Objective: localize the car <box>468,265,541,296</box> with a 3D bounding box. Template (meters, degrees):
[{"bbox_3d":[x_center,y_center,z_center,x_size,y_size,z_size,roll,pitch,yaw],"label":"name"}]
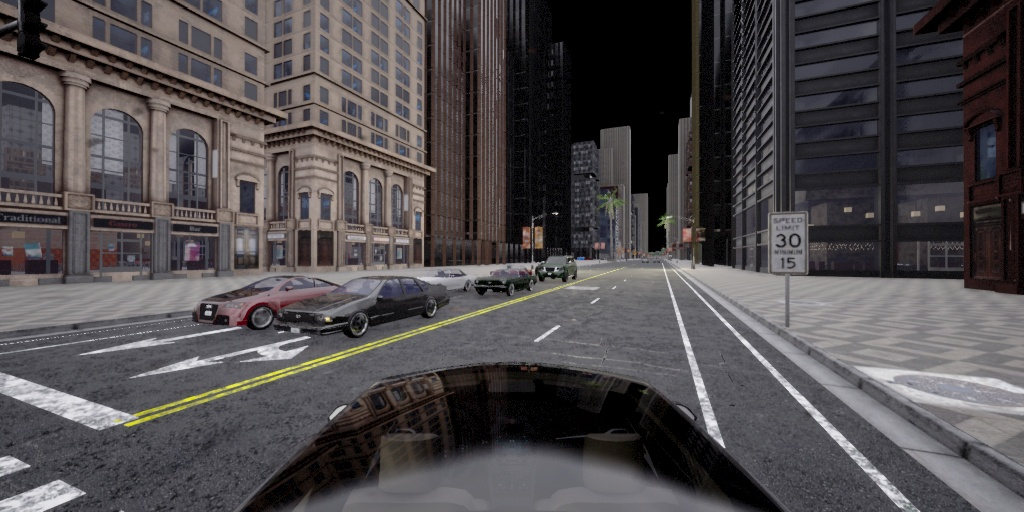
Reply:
[{"bbox_3d":[-0.238,1.357,19.461,1.895,1.301,4.718,0,0,23],"label":"car"}]

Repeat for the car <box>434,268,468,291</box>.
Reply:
[{"bbox_3d":[-3.823,1.356,19.303,1.895,1.301,4.718,0,0,23],"label":"car"}]

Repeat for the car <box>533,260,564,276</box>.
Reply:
[{"bbox_3d":[3.930,1.250,37.921,1.882,1.535,5.008,0,0,23],"label":"car"}]

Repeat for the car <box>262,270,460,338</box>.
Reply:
[{"bbox_3d":[-3.907,1.299,10.601,2.033,1.411,5.357,0,0,22],"label":"car"}]

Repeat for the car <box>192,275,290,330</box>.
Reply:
[{"bbox_3d":[-7.170,1.316,11.206,1.994,1.385,4.181,0,0,23],"label":"car"}]

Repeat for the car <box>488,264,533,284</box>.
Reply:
[{"bbox_3d":[-0.010,1.364,28.506,1.895,1.301,4.718,0,0,23],"label":"car"}]

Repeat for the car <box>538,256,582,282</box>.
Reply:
[{"bbox_3d":[3.858,0.986,29.342,2.150,2.045,5.566,0,0,22],"label":"car"}]
